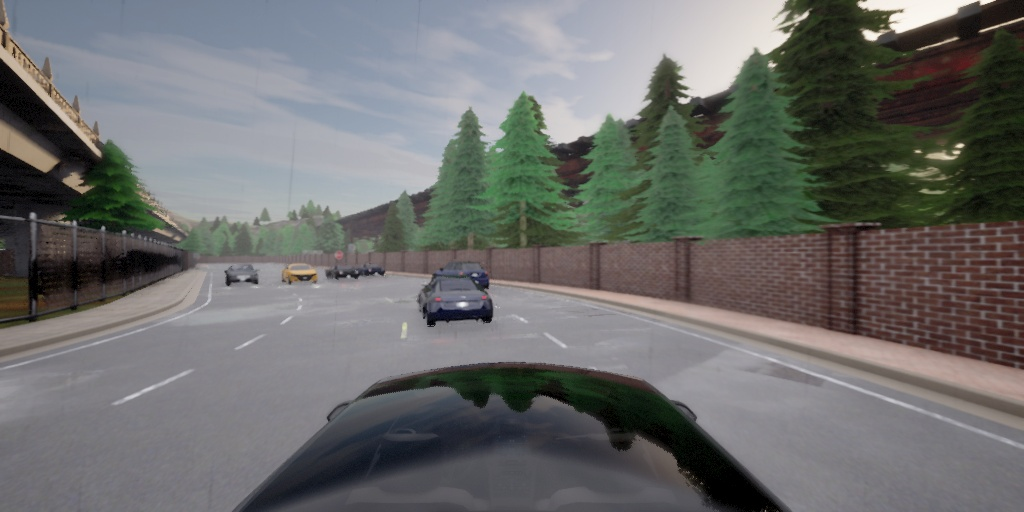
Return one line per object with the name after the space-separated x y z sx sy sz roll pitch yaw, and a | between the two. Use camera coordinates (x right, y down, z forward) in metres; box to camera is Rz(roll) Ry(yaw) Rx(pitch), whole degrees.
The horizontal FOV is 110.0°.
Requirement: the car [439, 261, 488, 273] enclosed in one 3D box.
-3.238 1.100 21.966 2.097 1.767 4.553 -1 0 -33 | car

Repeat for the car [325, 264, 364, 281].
-15.097 1.431 31.770 1.895 1.301 4.718 -1 0 -40 | car

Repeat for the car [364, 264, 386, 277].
-14.674 1.421 36.737 1.895 1.301 4.718 -1 0 -40 | car

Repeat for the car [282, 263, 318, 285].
-16.474 1.325 27.766 1.882 1.535 5.008 -1 0 -39 | car

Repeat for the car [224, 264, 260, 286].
-20.118 1.371 26.700 2.128 1.511 4.902 -1 0 -39 | car

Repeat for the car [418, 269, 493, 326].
-1.988 1.316 11.844 1.994 1.385 4.181 0 0 -18 | car
